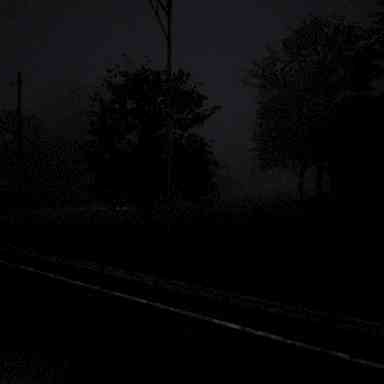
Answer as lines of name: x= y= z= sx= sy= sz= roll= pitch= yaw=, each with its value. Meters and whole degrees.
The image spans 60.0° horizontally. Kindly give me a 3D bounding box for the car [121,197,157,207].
car: x=-6.646 y=1.064 z=41.611 sx=2.033 sy=1.411 sz=5.357 roll=0 pitch=2 yaw=39
